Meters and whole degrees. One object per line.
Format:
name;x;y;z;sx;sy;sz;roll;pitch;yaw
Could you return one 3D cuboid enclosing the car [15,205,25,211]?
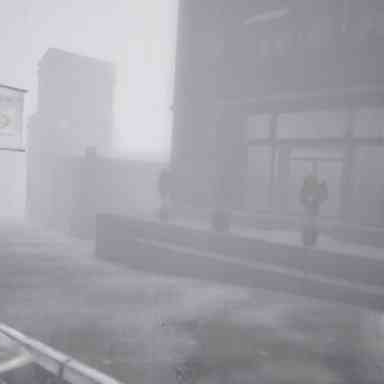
car;-27.688;2.655;57.224;2.033;1.411;5.357;4;-1;15
